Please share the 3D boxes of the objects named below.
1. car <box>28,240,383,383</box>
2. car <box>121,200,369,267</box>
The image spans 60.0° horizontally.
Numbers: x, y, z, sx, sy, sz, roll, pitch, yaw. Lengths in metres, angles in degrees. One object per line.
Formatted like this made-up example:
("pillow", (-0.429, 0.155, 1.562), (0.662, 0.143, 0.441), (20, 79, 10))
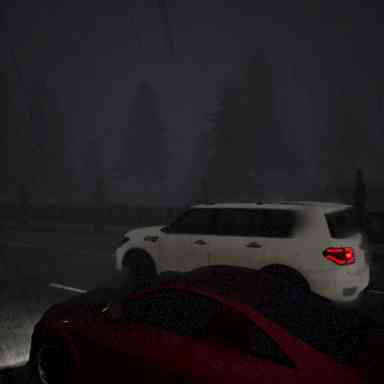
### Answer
("car", (0.075, 1.559, 3.694), (4.181, 1.385, 1.994), (0, 0, 34))
("car", (0.814, 1.211, 7.434), (5.566, 2.045, 2.150), (0, 0, 33))
